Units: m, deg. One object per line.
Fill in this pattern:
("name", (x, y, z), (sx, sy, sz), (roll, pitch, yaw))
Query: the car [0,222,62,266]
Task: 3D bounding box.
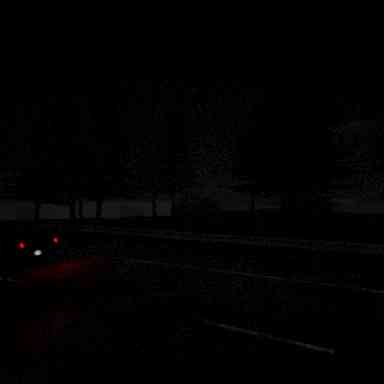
("car", (-7.079, 1.746, 12.005), (4.718, 1.301, 1.895), (-1, 0, 27))
